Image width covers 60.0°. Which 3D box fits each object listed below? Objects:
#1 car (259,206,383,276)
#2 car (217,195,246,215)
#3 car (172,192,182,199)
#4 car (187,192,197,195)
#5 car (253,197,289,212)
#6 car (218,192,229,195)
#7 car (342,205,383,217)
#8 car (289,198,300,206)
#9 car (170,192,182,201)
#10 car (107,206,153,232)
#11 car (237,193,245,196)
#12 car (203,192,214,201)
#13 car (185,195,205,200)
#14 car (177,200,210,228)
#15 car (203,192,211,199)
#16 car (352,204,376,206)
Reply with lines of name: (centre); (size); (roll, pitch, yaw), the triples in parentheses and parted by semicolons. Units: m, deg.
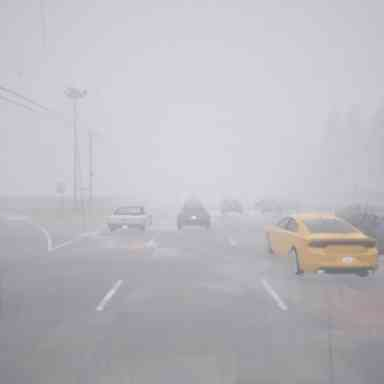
car: (3.602, 1.404, 10.167); (1.882, 1.535, 5.008); (0, 0, 0)
car: (3.603, 1.325, 31.353); (2.033, 1.411, 5.357); (0, 0, 0)
car: (-3.493, 0.812, 79.442); (2.033, 1.411, 5.357); (0, 0, 0)
car: (0.006, 0.840, 72.742); (2.097, 1.767, 4.553); (0, 0, 0)
car: (7.102, 1.324, 31.356); (2.033, 1.411, 5.357); (0, 0, 0)
car: (7.006, 1.024, 69.440); (1.812, 1.442, 4.674); (0, 0, 0)
car: (7.101, 1.456, 12.640); (2.033, 1.411, 5.357); (0, 0, 0)
car: (10.604, 1.297, 37.386); (1.994, 1.385, 4.181); (0, 0, 0)
car: (-3.494, 0.858, 69.409); (2.097, 1.767, 4.553); (0, 0, 0)
car: (-3.398, 1.466, 19.157); (1.895, 1.301, 4.718); (0, 0, 0)
car: (10.506, 1.009, 72.356); (2.128, 1.511, 4.902); (0, 0, 0)
car: (3.506, 0.856, 69.409); (2.097, 1.767, 4.553); (0, 0, 0)
car: (0.102, 1.301, 37.291); (1.994, 1.385, 4.181); (0, 0, 0)
car: (0.102, 1.417, 20.919); (1.994, 1.385, 4.181); (0, 0, 0)
car: (3.507, 0.770, 79.441); (1.837, 1.490, 4.892); (0, 0, 0)
car: (10.602, 1.415, 20.778); (1.994, 1.385, 4.181); (0, 0, 0)
